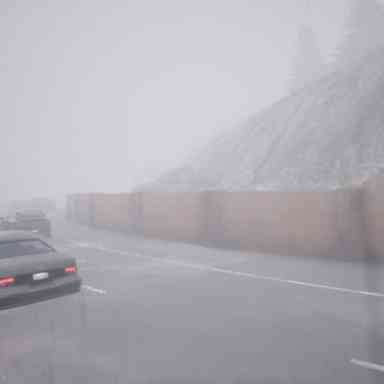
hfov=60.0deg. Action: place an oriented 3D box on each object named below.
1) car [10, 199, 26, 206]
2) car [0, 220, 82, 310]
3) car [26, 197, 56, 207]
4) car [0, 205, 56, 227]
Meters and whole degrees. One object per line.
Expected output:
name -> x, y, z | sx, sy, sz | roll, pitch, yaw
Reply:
car -> -24.768, 1.931, 48.611 | 2.097, 1.767, 4.553 | 0, 0, -6
car -> -4.653, 1.646, 7.921 | 5.357, 1.411, 2.033 | -1, -1, 43
car -> -21.218, 1.761, 47.483 | 2.150, 2.045, 5.566 | -1, -1, -7
car -> -9.173, 1.720, 18.287 | 1.837, 1.490, 4.892 | -2, 0, -37
